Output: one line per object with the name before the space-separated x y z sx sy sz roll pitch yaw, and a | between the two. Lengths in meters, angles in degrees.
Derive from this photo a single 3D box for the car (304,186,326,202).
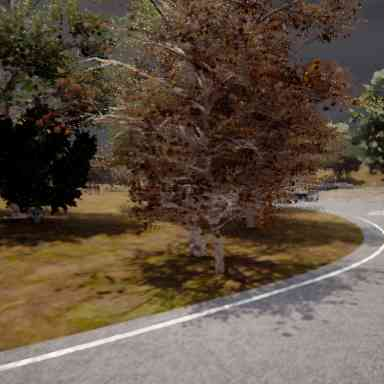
car | 13.841 0.377 40.898 2.128 1.511 4.902 -3 2 -9

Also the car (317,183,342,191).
car | 24.105 -0.806 60.825 5.357 1.411 2.033 -4 2 -22

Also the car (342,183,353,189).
car | 29.135 -1.134 65.575 4.718 1.301 1.895 -2 2 -9

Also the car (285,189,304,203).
car | 10.875 0.575 39.632 1.837 1.490 4.892 -4 2 -11
